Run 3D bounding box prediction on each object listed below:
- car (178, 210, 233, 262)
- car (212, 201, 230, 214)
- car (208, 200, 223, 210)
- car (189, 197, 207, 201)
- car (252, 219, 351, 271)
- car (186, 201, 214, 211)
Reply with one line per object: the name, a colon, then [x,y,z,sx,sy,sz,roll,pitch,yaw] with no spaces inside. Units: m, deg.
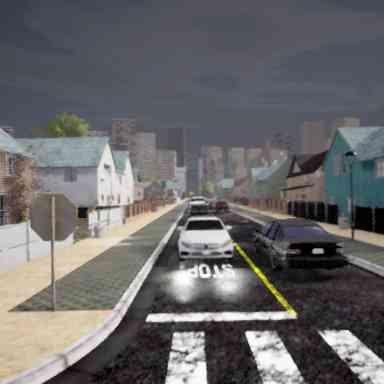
car: [0.476,1.672,12.879,1.812,1.442,4.674,-1,-1,0]
car: [3.610,1.887,41.459,1.837,1.490,4.892,-1,-1,-1]
car: [3.613,2.052,51.515,1.994,1.385,4.181,-1,-1,0]
car: [0.816,1.696,46.285,2.150,2.045,5.566,-1,-1,0]
car: [3.317,1.618,11.196,2.033,1.411,5.357,-1,-1,0]
car: [0.592,1.802,27.539,1.837,1.490,4.892,-1,-1,0]
